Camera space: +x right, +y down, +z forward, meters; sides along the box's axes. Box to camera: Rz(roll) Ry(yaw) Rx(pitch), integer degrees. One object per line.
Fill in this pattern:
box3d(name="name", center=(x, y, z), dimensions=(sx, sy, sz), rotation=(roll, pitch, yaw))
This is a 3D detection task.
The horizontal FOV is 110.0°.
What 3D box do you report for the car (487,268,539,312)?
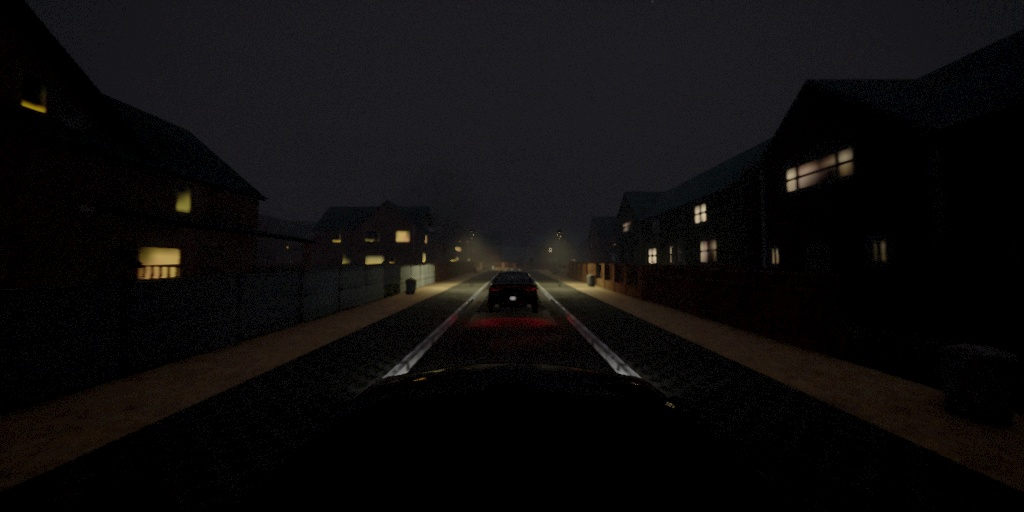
box3d(name="car", center=(0.053, 1.369, 14.952), dimensions=(1.882, 1.535, 5.008), rotation=(0, -1, 0))
